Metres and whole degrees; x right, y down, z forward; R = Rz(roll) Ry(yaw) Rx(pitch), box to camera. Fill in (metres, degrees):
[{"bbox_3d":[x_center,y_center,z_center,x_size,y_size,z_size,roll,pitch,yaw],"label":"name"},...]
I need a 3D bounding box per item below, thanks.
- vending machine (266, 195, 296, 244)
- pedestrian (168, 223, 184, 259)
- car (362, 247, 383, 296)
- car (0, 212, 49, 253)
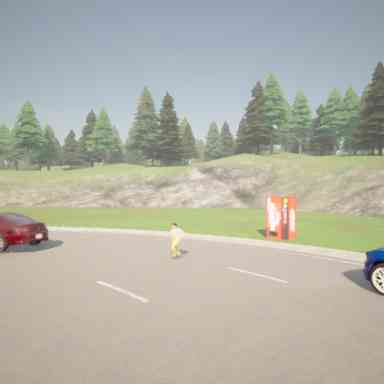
[{"bbox_3d":[4.051,1.195,15.098,0.880,2.100,1.100,0,0,43],"label":"vending machine"},{"bbox_3d":[-0.521,1.574,11.048,0.375,1.300,0.375,0,0,41],"label":"pedestrian"},{"bbox_3d":[5.596,1.478,6.012,1.882,1.535,5.008,0,0,-23],"label":"car"},{"bbox_3d":[-8.052,1.526,13.446,4.674,1.442,1.812,0,0,18],"label":"car"}]
